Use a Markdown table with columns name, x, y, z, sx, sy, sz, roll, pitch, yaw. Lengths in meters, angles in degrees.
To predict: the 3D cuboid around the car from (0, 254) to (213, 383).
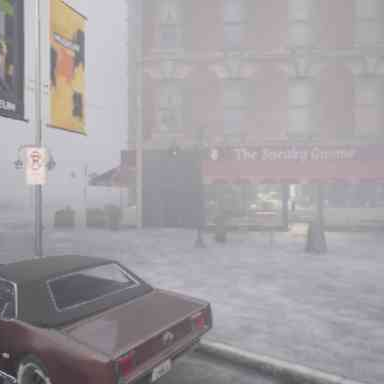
| name | x | y | z | sx | sy | sz | roll | pitch | yaw |
| --- | --- | --- | --- | --- | --- | --- | --- | --- | --- |
| car | -2.186 | 1.590 | 4.736 | 4.718 | 1.301 | 1.895 | 0 | 0 | 33 |
